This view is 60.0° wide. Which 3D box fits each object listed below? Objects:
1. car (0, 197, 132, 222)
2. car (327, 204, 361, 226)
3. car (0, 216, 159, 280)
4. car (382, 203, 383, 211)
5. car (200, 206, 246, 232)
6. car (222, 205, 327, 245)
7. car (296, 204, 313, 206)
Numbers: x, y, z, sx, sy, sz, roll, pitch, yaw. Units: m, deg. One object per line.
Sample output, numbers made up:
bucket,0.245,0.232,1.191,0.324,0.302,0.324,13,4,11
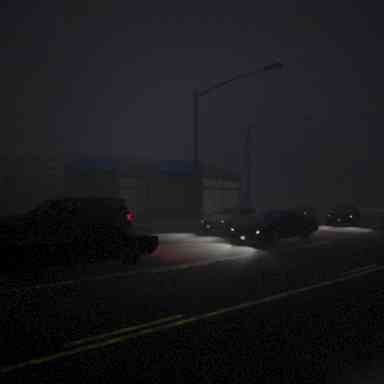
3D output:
car,-5.085,1.234,13.287,5.566,2.045,2.150,0,0,-37
car,11.073,1.594,24.101,1.812,1.442,4.674,0,0,33
car,-3.470,1.611,10.145,4.718,1.301,1.895,0,0,-36
car,24.886,1.480,40.272,2.097,1.767,4.553,0,0,7
car,2.535,1.566,19.369,4.674,1.442,1.812,0,0,-44
car,4.150,1.586,16.077,5.357,1.411,2.033,0,0,-42
car,9.046,1.671,27.349,1.895,1.301,4.718,0,0,31
